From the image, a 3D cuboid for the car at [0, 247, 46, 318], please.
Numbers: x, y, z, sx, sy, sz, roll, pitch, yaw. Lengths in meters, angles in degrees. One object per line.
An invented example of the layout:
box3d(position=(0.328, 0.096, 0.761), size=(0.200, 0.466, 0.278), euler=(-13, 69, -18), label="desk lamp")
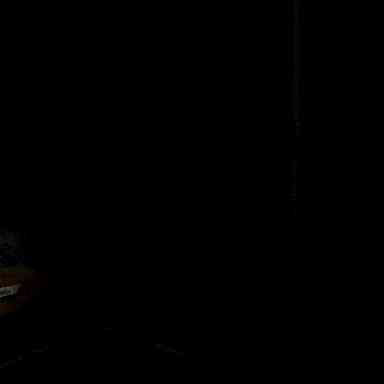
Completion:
box3d(position=(-4.785, 1.505, 6.492), size=(4.829, 1.417, 1.752), euler=(0, 0, 35), label="car")
